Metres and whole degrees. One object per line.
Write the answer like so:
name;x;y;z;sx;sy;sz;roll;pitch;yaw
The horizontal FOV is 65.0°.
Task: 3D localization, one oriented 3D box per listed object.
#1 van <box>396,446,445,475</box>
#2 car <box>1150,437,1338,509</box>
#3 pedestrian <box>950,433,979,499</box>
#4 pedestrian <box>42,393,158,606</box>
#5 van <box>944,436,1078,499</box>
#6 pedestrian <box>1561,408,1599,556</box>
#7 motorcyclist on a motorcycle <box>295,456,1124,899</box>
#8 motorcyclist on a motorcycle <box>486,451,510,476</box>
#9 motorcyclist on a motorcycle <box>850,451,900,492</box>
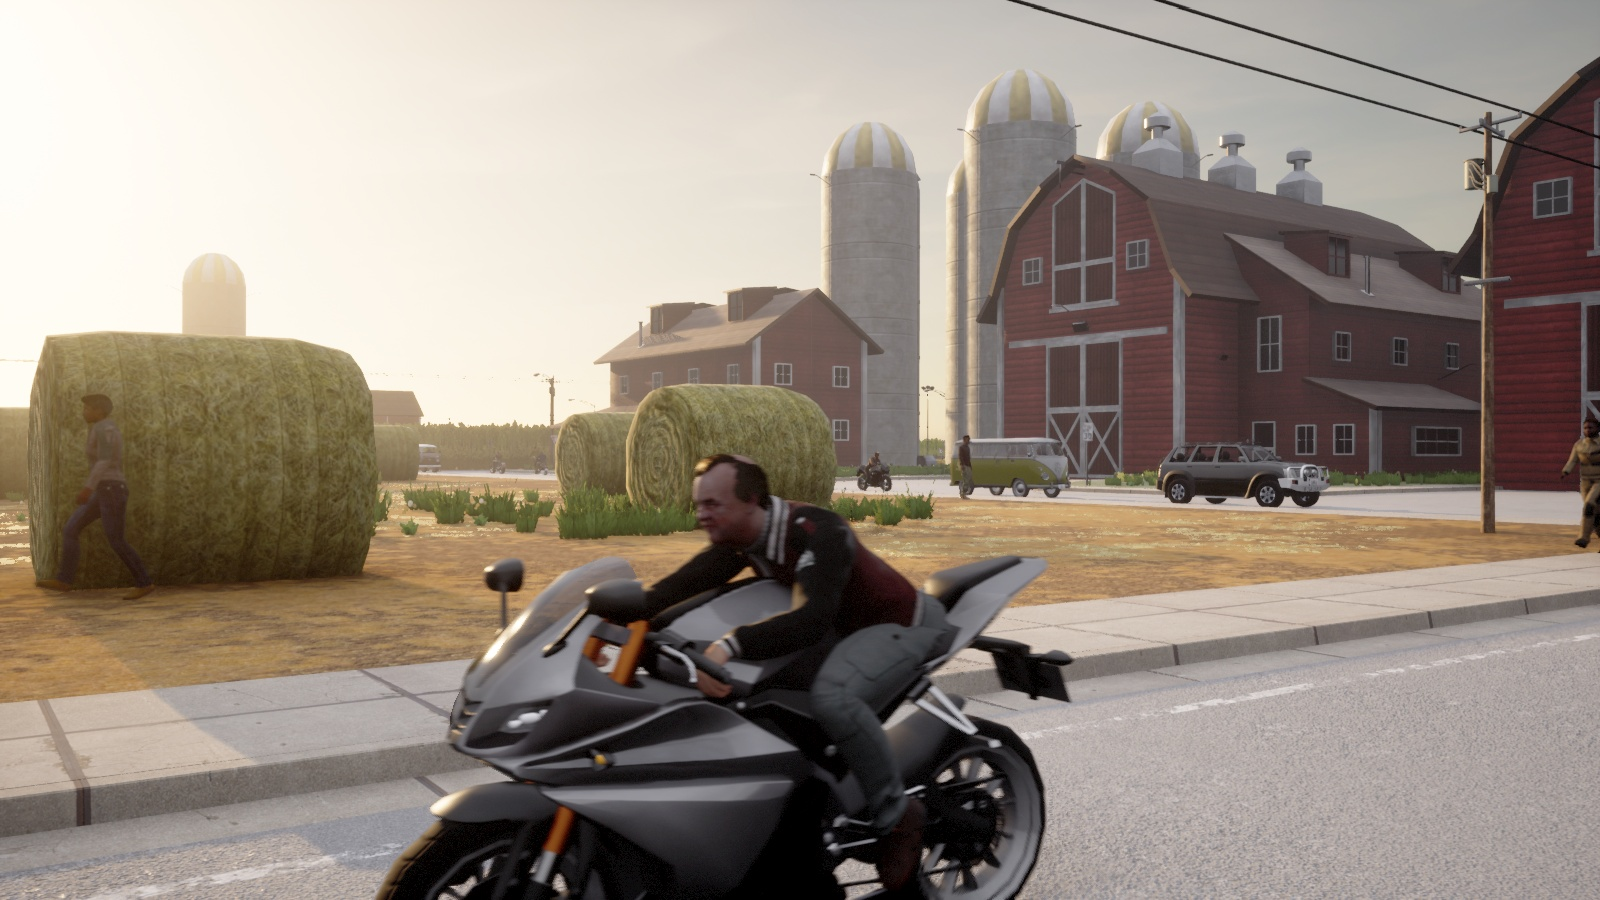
van;-26.863;0.716;88.863;2.069;2.038;4.480;0;0;-34
car;12.212;0.591;34.812;1.932;1.855;4.605;0;0;-36
pedestrian;4.615;0.449;35.235;0.703;1.840;0.431;0;0;40
pedestrian;-6.109;0.420;10.984;0.869;1.805;0.328;0;0;-28
van;6.999;0.559;42.020;1.775;1.987;4.442;0;0;-36
pedestrian;10.534;0.413;16.712;0.692;1.930;0.396;0;0;-27
motorcyclist on a motorcycle;-0.166;0.789;3.543;2.191;1.530;0.866;0;0;-35
motorcyclist on a motorcycle;-20.838;0.924;86.484;0.766;1.649;2.350;0;0;-36
motorcyclist on a motorcycle;2.848;0.810;47.760;0.797;1.523;2.044;0;0;-36
